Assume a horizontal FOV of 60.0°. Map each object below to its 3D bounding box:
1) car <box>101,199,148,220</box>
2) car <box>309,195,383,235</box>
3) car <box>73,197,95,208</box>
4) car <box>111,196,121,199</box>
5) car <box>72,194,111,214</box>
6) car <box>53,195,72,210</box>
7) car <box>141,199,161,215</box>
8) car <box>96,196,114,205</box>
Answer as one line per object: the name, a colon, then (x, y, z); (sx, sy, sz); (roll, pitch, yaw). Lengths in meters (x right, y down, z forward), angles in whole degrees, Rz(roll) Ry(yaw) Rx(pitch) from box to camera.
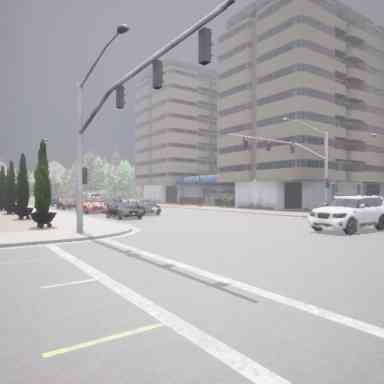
car: (-5.806, 1.564, 28.258); (1.994, 1.385, 4.181); (0, 0, -35)
car: (9.059, 1.222, 19.004); (5.566, 2.045, 2.150); (0, 0, -35)
car: (-15.962, 1.505, 49.033); (1.837, 1.490, 4.892); (0, 0, -34)
car: (-10.075, 1.505, 40.538); (1.837, 1.490, 4.892); (0, 0, -35)
car: (-10.763, 1.352, 35.391); (2.097, 1.767, 4.553); (0, 0, -35)
car: (-16.403, 1.526, 43.524); (1.812, 1.442, 4.674); (0, 0, -35)
car: (-4.830, 1.492, 32.982); (2.128, 1.511, 4.902); (0, 0, -35)
car: (-16.278, 1.504, 62.072); (1.837, 1.490, 4.892); (0, 0, -35)
